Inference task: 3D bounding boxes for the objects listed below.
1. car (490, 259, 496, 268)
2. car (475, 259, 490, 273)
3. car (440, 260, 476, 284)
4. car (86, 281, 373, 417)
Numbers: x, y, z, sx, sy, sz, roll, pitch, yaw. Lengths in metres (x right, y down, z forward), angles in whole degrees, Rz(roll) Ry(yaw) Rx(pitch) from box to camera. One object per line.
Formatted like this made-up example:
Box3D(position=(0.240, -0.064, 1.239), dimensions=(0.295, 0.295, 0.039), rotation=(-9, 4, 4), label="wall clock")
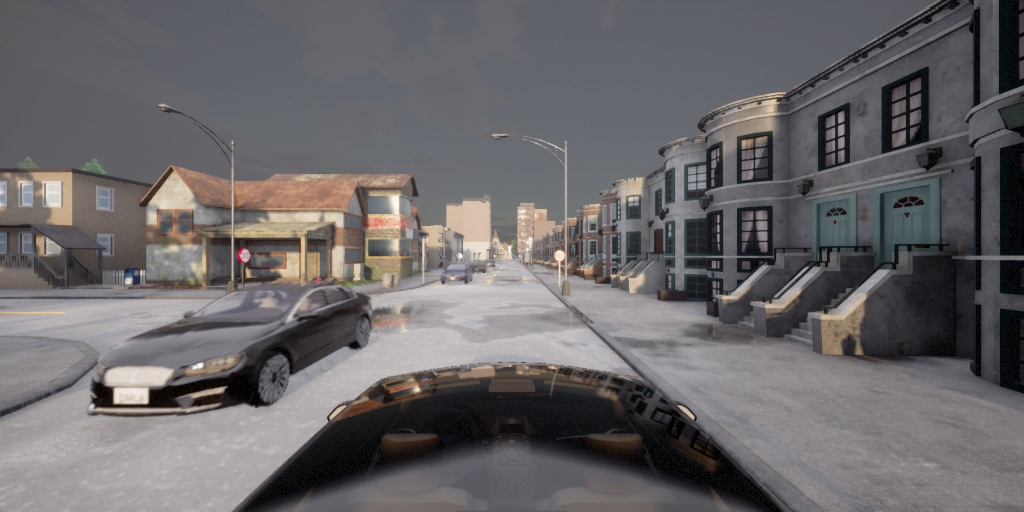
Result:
Box3D(position=(-3.826, 1.243, 61.399), dimensions=(2.128, 1.511, 4.902), rotation=(0, 0, 0), label="car")
Box3D(position=(-3.981, 1.251, 42.555), dimensions=(1.837, 1.490, 4.892), rotation=(0, 1, 0), label="car")
Box3D(position=(-4.035, 1.276, 26.748), dimensions=(1.812, 1.442, 4.674), rotation=(0, 0, 0), label="car")
Box3D(position=(-4.090, 1.241, 6.308), dimensions=(2.128, 1.511, 4.902), rotation=(0, 0, 0), label="car")
